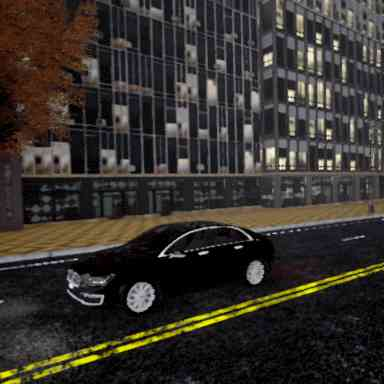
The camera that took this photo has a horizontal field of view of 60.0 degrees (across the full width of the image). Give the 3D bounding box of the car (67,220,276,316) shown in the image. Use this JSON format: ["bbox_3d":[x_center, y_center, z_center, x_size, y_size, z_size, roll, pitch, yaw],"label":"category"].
[{"bbox_3d":[-0.219,1.445,7.477,4.892,1.490,1.837,-1,0,-35],"label":"car"}]
